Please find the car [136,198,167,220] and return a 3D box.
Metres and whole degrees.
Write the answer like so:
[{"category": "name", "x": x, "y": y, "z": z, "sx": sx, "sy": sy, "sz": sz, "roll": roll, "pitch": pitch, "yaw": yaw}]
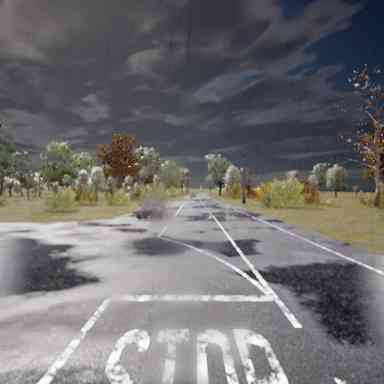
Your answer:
[{"category": "car", "x": -3.337, "y": 1.344, "z": 28.033, "sx": 2.097, "sy": 1.767, "sz": 4.553, "roll": 0, "pitch": 0, "yaw": 0}]
